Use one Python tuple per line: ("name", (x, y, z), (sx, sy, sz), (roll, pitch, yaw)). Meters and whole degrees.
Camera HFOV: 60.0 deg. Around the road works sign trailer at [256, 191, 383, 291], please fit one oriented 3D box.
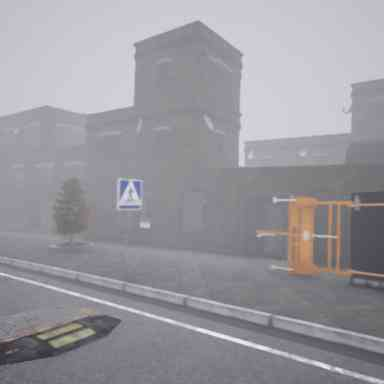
("road works sign trailer", (3.667, 1.175, 8.746), (2.880, 2.380, 3.560), (9, -9, -39))
